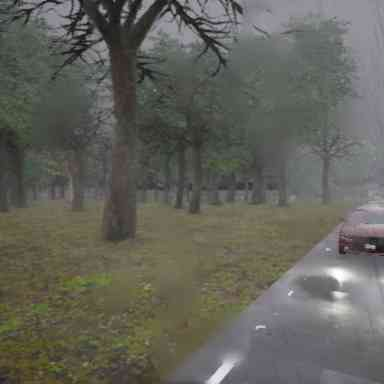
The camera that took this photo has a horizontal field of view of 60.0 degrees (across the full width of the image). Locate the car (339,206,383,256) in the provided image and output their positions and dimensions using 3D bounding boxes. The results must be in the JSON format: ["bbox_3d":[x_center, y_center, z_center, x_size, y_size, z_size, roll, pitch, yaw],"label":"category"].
[{"bbox_3d":[6.570,1.317,12.104,1.882,1.535,5.008,1,1,30],"label":"car"}]
